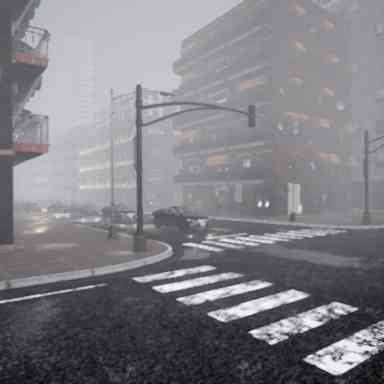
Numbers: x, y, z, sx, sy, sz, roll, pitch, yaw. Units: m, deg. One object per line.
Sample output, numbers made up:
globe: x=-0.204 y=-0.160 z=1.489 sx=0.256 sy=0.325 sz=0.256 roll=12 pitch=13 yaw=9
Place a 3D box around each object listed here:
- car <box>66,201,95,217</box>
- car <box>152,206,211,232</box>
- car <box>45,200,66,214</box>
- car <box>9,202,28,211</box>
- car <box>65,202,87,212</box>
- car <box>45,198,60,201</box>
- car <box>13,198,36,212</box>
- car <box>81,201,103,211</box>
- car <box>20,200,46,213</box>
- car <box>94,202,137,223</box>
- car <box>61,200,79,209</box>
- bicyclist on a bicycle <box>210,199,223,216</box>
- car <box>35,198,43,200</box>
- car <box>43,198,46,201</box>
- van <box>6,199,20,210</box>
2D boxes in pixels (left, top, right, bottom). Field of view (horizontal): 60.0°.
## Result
car: x=-11.948 y=2.035 z=36.636 sx=1.895 sy=1.301 sz=4.718 roll=-1 pitch=0 yaw=-36
car: x=-0.809 y=1.676 z=21.562 sx=2.128 sy=1.511 sz=4.902 roll=-1 pitch=0 yaw=-37
car: x=-17.811 y=2.130 z=44.623 sx=1.994 sy=1.385 sz=4.181 roll=-1 pitch=0 yaw=-36
car: x=-28.752 y=2.335 z=55.060 sx=2.008 sy=1.369 sz=4.403 roll=-1 pitch=0 yaw=-36
car: x=-17.041 y=2.146 z=48.806 sx=1.994 sy=1.385 sz=4.181 roll=-1 pitch=0 yaw=-36
car: x=-22.946 y=2.192 z=56.737 sx=1.882 sy=1.535 sz=5.008 roll=-1 pitch=0 yaw=-36
car: x=-25.427 y=2.150 z=50.554 sx=1.967 sy=1.590 sz=4.097 roll=-1 pitch=0 yaw=-36
car: x=-15.365 y=2.154 z=50.984 sx=1.802 sy=1.307 sz=4.206 roll=-1 pitch=0 yaw=-36
car: x=-22.096 y=2.217 z=46.048 sx=1.802 sy=1.307 sz=4.206 roll=-1 pitch=0 yaw=-36
car: x=-6.419 y=1.801 z=29.133 sx=2.128 sy=1.511 sz=4.902 roll=-1 pitch=0 yaw=-37
car: x=-22.122 y=2.250 z=60.133 sx=1.752 sy=1.417 sz=4.829 roll=-1 pitch=0 yaw=-36
bicyclist on a bicycle: x=2.389 y=1.506 z=31.900 sx=1.656 sy=1.620 sz=0.582 roll=-1 pitch=0 yaw=-36
car: x=-35.337 y=2.337 z=78.020 sx=2.192 sy=1.841 sz=5.009 roll=-1 pitch=0 yaw=-36
car: x=-28.682 y=2.187 z=69.008 sx=2.192 sy=1.841 sz=5.009 roll=-1 pitch=0 yaw=-36
van: x=-32.084 y=2.201 z=59.566 sx=1.690 sy=1.788 sz=3.998 roll=-1 pitch=0 yaw=-36
